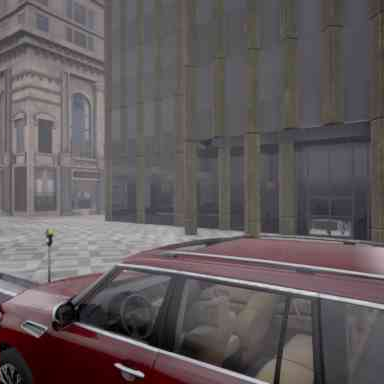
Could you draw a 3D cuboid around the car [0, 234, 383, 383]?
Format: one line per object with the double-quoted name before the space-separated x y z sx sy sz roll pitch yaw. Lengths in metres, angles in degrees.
"car" 0.246 1.315 2.798 5.009 1.841 2.192 0 0 36
